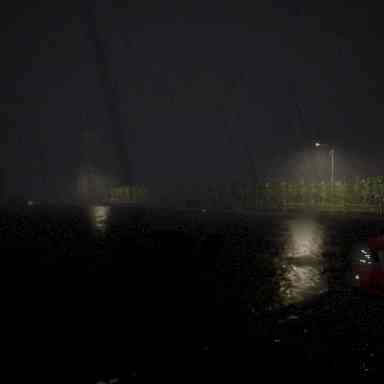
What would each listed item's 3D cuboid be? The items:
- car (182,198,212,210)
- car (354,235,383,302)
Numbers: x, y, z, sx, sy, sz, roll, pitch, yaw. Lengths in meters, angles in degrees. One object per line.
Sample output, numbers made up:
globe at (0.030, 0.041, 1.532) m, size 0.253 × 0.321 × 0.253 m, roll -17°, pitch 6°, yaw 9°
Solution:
car at (0.612, 1.656, 46.203) m, size 1.837 × 1.490 × 4.892 m, roll 1°, pitch -1°, yaw -42°
car at (5.817, 1.211, 7.135) m, size 5.566 × 2.045 × 2.150 m, roll 0°, pitch 0°, yaw -35°
